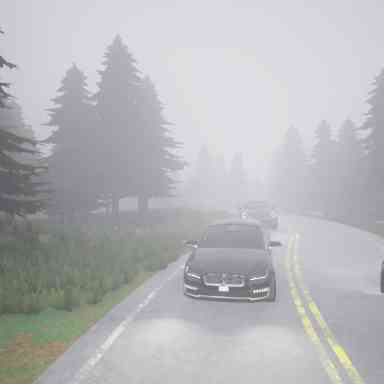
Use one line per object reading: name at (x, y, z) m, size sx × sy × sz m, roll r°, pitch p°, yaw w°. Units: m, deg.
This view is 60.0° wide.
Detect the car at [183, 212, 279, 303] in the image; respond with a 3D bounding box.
car at (1.098, 1.496, 8.418) m, size 1.837 × 1.490 × 4.892 m, roll -1°, pitch 0°, yaw 13°

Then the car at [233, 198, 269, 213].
car at (6.230, 1.410, 35.736) m, size 1.837 × 1.490 × 4.892 m, roll 2°, pitch -1°, yaw -16°

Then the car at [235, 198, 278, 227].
car at (3.892, 1.270, 20.369) m, size 2.097 × 1.767 × 4.553 m, roll -1°, pitch 0°, yaw 5°

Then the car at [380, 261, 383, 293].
car at (4.497, 1.308, 4.645) m, size 2.097 × 1.767 × 4.553 m, roll -1°, pitch 0°, yaw 8°

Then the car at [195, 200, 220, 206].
car at (1.953, 1.799, 44.865) m, size 1.812 × 1.442 × 4.674 m, roll 3°, pitch -5°, yaw -35°
